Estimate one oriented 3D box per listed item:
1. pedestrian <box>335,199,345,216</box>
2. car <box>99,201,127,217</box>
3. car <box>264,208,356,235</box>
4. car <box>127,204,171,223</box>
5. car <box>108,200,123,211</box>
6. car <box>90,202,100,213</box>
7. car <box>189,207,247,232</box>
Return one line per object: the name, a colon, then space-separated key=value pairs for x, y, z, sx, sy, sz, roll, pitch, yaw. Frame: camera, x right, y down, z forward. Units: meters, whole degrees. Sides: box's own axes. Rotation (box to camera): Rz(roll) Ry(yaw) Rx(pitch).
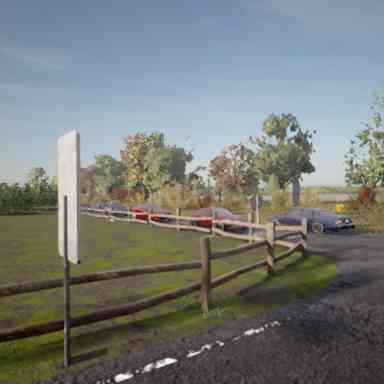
pedestrian: x=9.414 y=1.390 z=21.222 sx=0.375 sy=1.860 sz=0.375 roll=-2 pitch=1 yaw=-35
car: x=-8.638 y=2.030 z=37.471 sx=1.994 sy=1.385 sz=4.181 roll=-1 pitch=0 yaw=-29
car: x=6.870 y=1.668 z=20.004 sx=2.033 sy=1.411 sz=5.357 roll=-1 pitch=0 yaw=-37
car: x=-3.680 y=1.821 z=29.654 sx=1.882 sy=1.535 sz=5.008 roll=-1 pitch=0 yaw=-34
car: x=-11.940 y=2.120 z=51.932 sx=1.837 sy=1.490 sz=4.892 roll=-1 pitch=0 yaw=-17
car: x=-13.155 y=2.152 z=46.424 sx=1.994 sy=1.385 sz=4.181 roll=-1 pitch=0 yaw=-22
car: x=1.604 y=1.741 z=21.972 sx=1.812 sy=1.442 sz=4.674 roll=-1 pitch=0 yaw=-35
